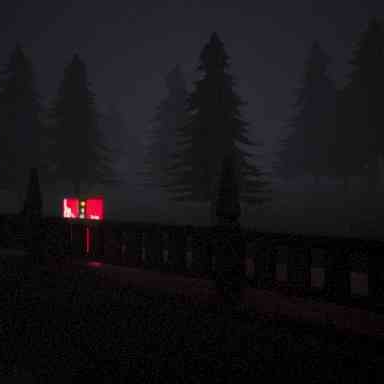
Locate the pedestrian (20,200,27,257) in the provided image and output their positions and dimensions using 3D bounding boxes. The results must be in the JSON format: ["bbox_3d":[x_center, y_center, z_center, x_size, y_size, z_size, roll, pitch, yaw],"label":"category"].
[{"bbox_3d":[-5.227,1.141,10.545,0.375,1.860,0.375,0,0,30],"label":"pedestrian"}]

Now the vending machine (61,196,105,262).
[{"bbox_3d":[-3.702,1.195,11.340,0.880,2.100,1.100,0,0,30],"label":"vending machine"}]
